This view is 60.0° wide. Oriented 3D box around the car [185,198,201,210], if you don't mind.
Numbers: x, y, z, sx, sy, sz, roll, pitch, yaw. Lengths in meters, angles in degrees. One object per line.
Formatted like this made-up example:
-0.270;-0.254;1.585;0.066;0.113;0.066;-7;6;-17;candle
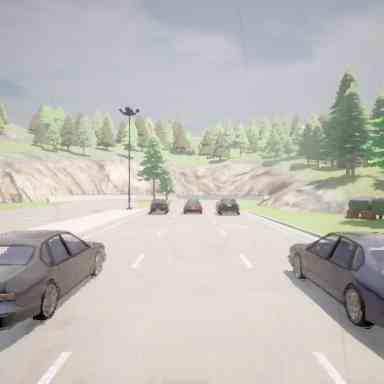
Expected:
0.166;1.547;44.517;2.033;1.411;5.357;0;0;1;car

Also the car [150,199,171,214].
-3.390;1.502;35.531;1.837;1.490;4.892;0;-1;0;car

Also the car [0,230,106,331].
-3.397;1.547;7.215;2.033;1.411;5.357;0;0;0;car

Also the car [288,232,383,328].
3.602;1.547;6.916;2.033;1.411;5.357;0;0;0;car

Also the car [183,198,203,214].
0.108;1.564;35.275;1.994;1.385;4.181;0;0;0;car

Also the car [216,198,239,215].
3.610;1.351;34.466;2.097;1.767;4.553;0;0;0;car
